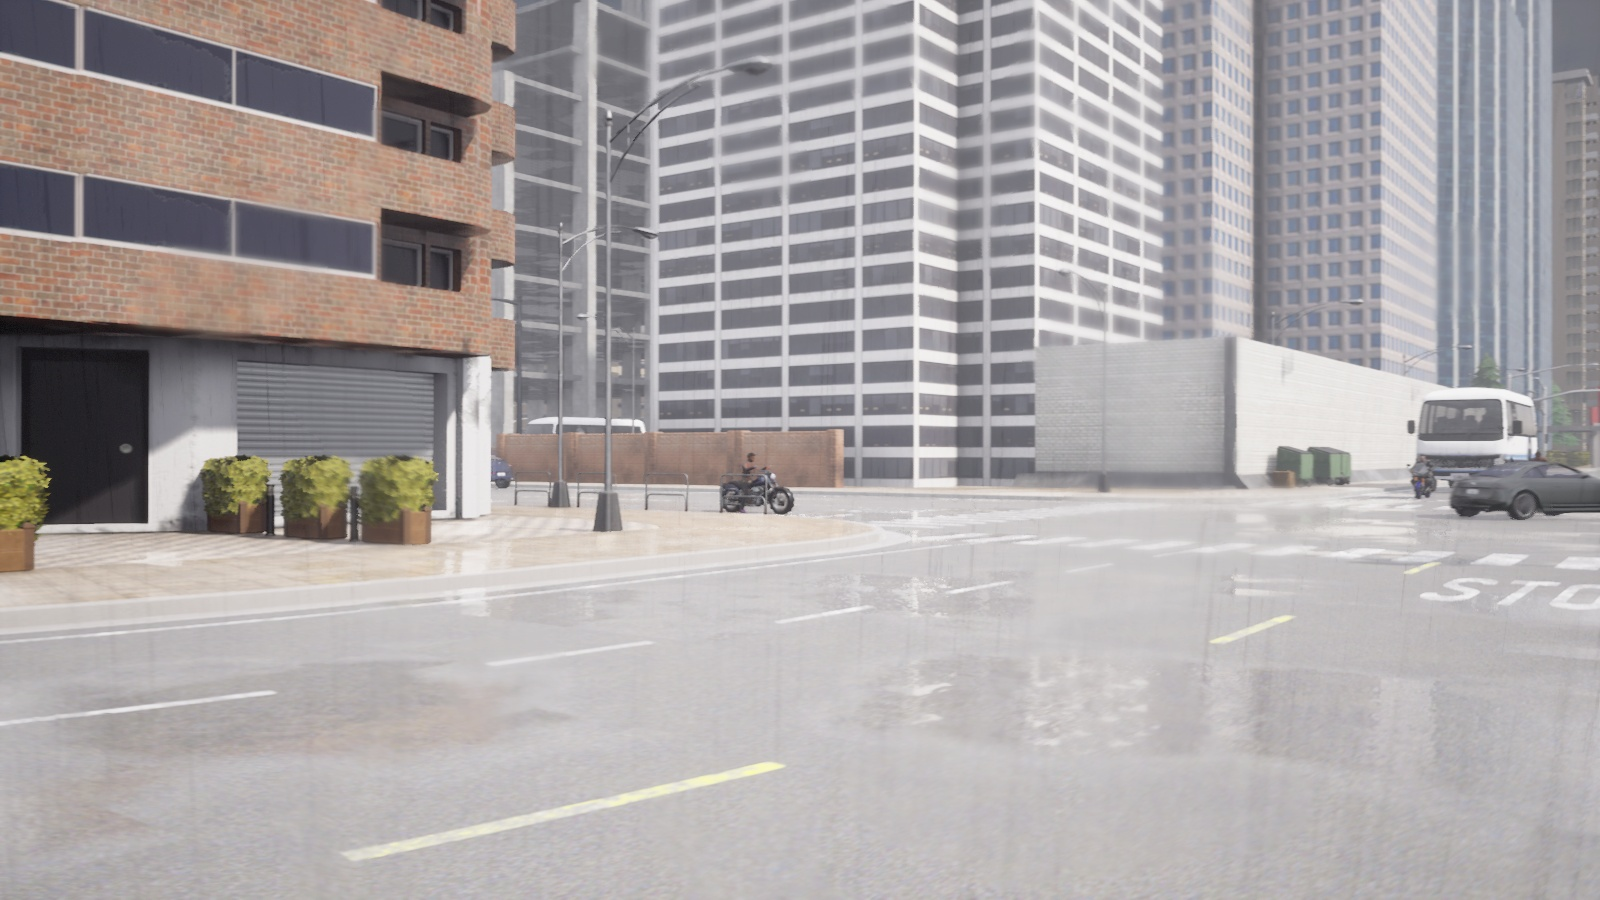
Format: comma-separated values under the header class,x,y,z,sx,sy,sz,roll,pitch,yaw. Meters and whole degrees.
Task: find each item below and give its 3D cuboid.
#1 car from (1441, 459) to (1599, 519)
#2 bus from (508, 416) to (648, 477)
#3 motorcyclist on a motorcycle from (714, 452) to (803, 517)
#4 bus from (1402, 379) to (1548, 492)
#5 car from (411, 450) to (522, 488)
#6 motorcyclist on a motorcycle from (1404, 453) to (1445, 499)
class,x,y,z,sx,sy,sz,roll,pitch,yaw
car,18.139,0.905,30.632,4.181,1.385,1.994,0,0,-15
bus,-16.241,-0.202,92.715,3.944,4.253,10.273,0,0,37
motorcyclist on a motorcycle,-1.102,0.870,32.770,2.350,1.649,0.766,0,0,37
bus,28.478,-0.528,52.663,3.944,4.253,10.273,0,0,37
car,-14.972,0.821,56.209,5.027,1.651,2.152,0,0,37
motorcyclist on a motorcycle,21.558,0.871,43.336,0.866,1.530,2.191,0,0,37
